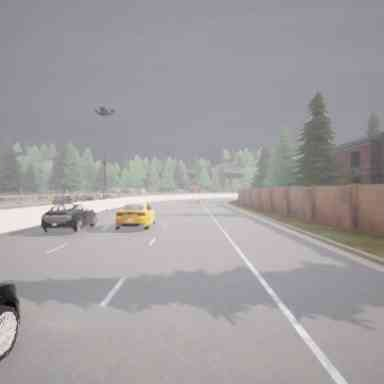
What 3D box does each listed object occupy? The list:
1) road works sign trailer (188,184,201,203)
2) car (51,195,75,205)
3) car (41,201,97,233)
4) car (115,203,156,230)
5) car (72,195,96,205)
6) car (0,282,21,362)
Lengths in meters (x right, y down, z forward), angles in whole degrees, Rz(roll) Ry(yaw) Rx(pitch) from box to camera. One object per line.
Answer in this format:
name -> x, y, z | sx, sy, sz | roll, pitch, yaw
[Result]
road works sign trailer -> 0.576, 0.225, 62.499 | 2.380, 3.560, 2.880 | 0, 0, 10
car -> -20.912, 1.297, 53.979 | 1.837, 1.490, 4.892 | 0, 0, 2
car -> -6.899, 1.418, 19.113 | 2.128, 1.511, 4.902 | 0, 0, 0
car -> -3.398, 1.398, 20.678 | 1.882, 1.535, 5.008 | 0, 0, 0
car -> -17.413, 1.285, 53.764 | 2.128, 1.511, 4.902 | 0, 0, 2
car -> -3.403, 1.466, 2.804 | 1.882, 1.535, 5.008 | 0, 0, 0
